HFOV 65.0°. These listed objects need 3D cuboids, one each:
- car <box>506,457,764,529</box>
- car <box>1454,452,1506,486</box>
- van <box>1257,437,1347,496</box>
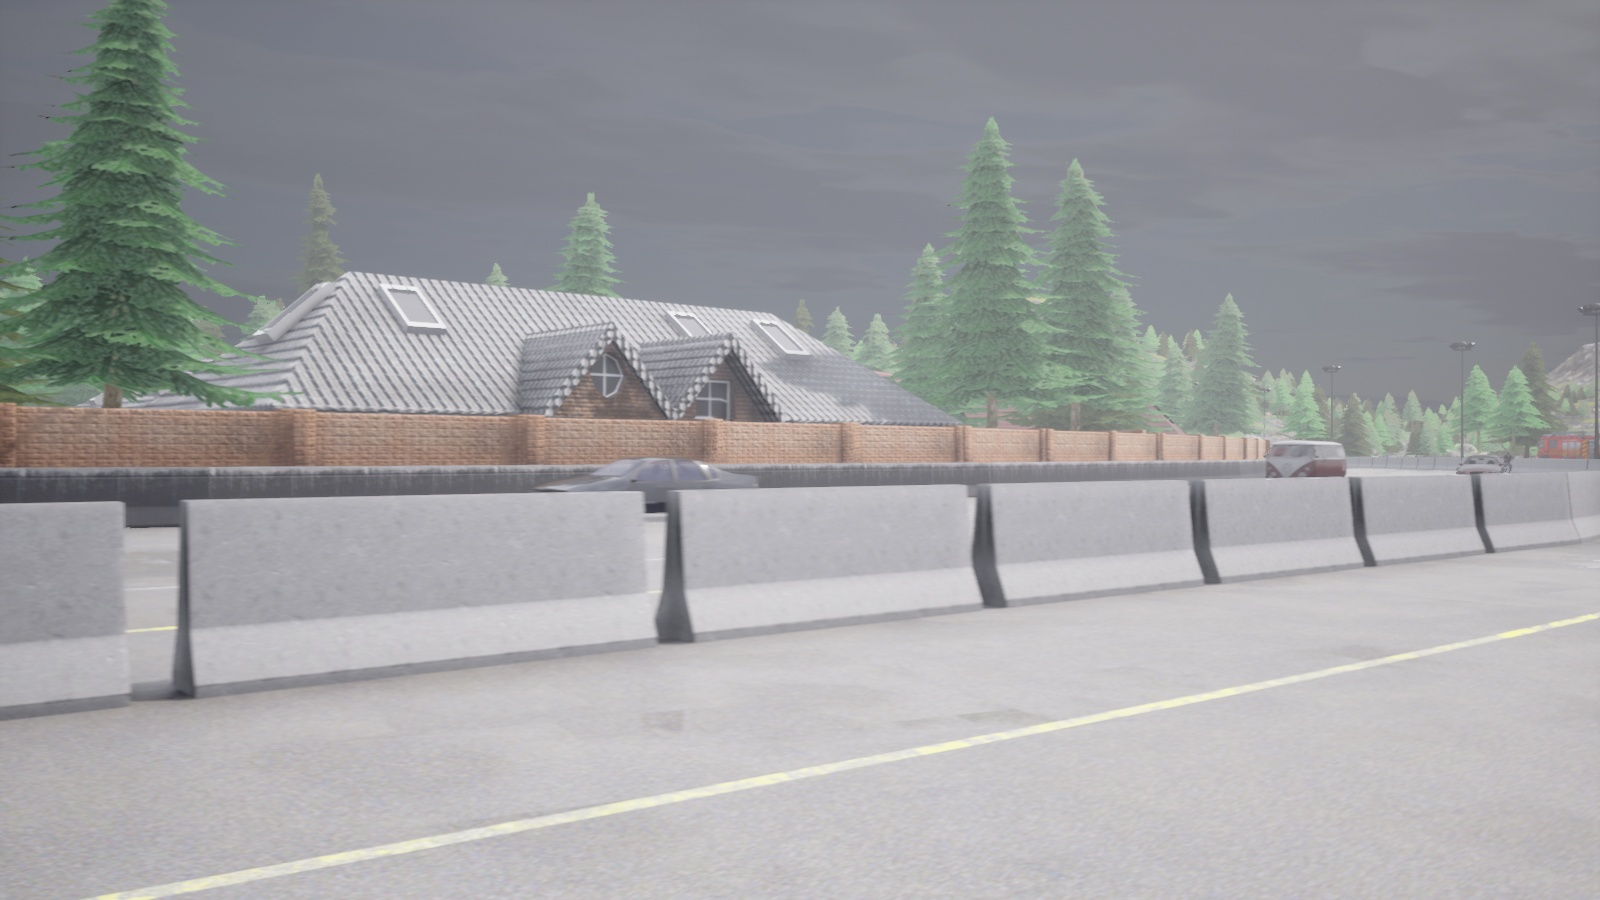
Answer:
[{"bbox_3d":[-3.535,0.869,27.566,5.357,1.411,2.033,0,0,-40],"label":"car"},{"bbox_3d":[30.716,0.834,56.665,1.816,1.474,4.193,0,0,32],"label":"car"},{"bbox_3d":[17.951,0.571,44.794,1.775,1.987,4.442,0,0,39],"label":"van"}]
